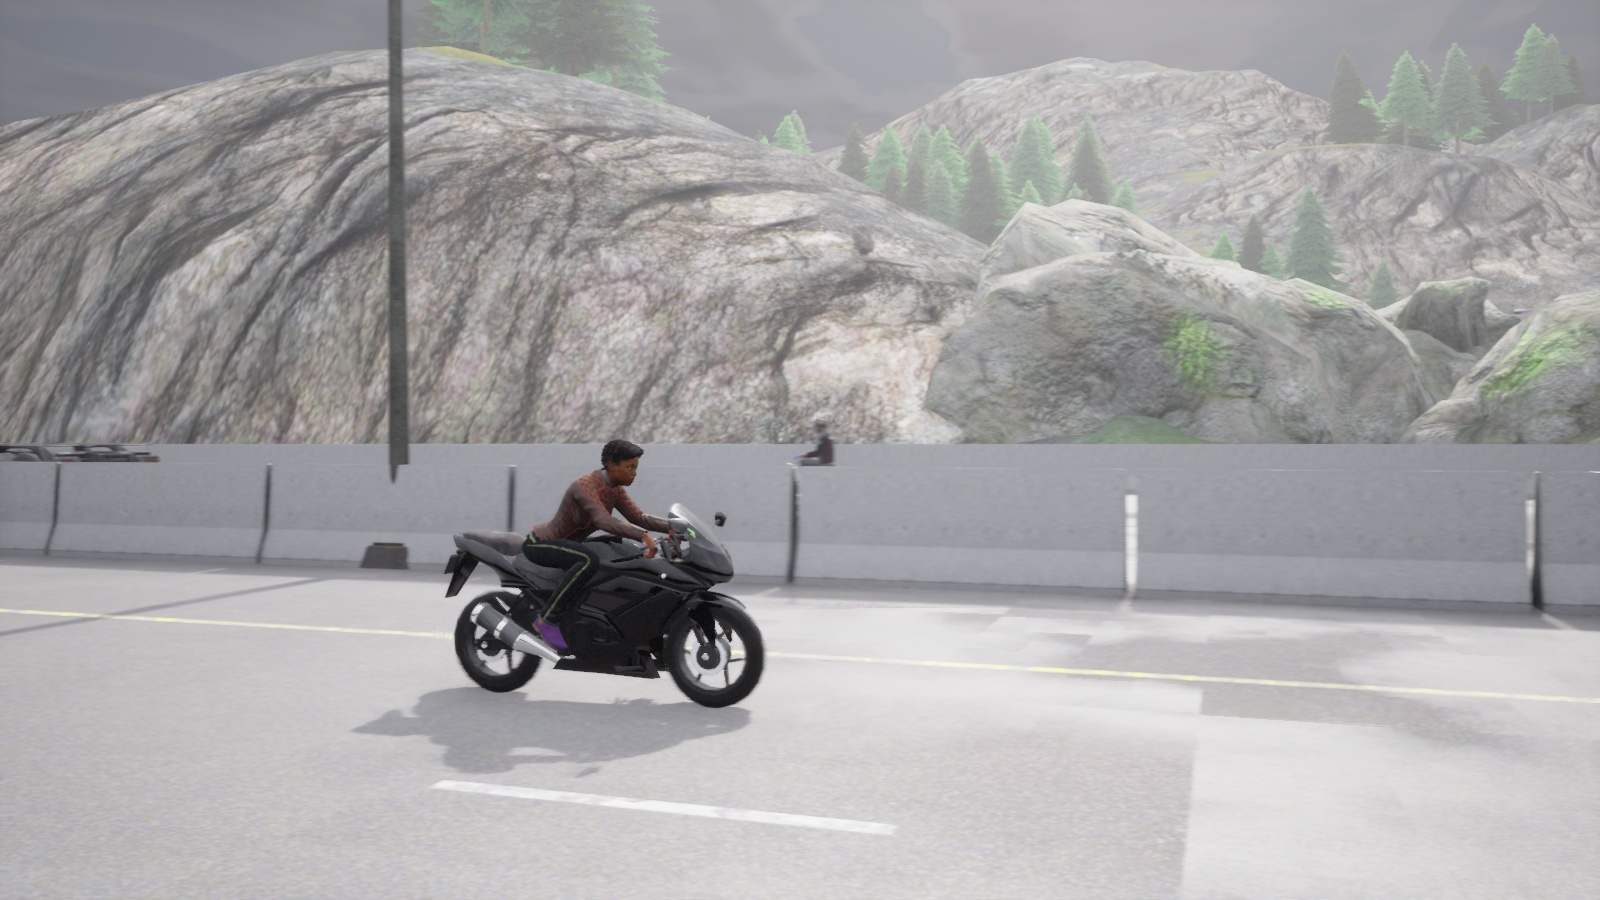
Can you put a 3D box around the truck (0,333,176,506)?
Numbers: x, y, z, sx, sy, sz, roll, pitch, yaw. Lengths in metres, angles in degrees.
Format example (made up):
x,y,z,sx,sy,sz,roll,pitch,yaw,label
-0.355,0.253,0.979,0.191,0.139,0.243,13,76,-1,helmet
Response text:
x,y,z,sx,sy,sz,roll,pitch,yaw,label
-18.058,-0.667,27.716,7.936,3.462,2.891,1,1,19,truck

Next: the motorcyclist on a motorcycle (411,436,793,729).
x,y,z,sx,sy,sz,roll,pitch,yaw,label
-1.142,0.688,7.269,2.044,1.523,0.797,1,1,19,motorcyclist on a motorcycle
